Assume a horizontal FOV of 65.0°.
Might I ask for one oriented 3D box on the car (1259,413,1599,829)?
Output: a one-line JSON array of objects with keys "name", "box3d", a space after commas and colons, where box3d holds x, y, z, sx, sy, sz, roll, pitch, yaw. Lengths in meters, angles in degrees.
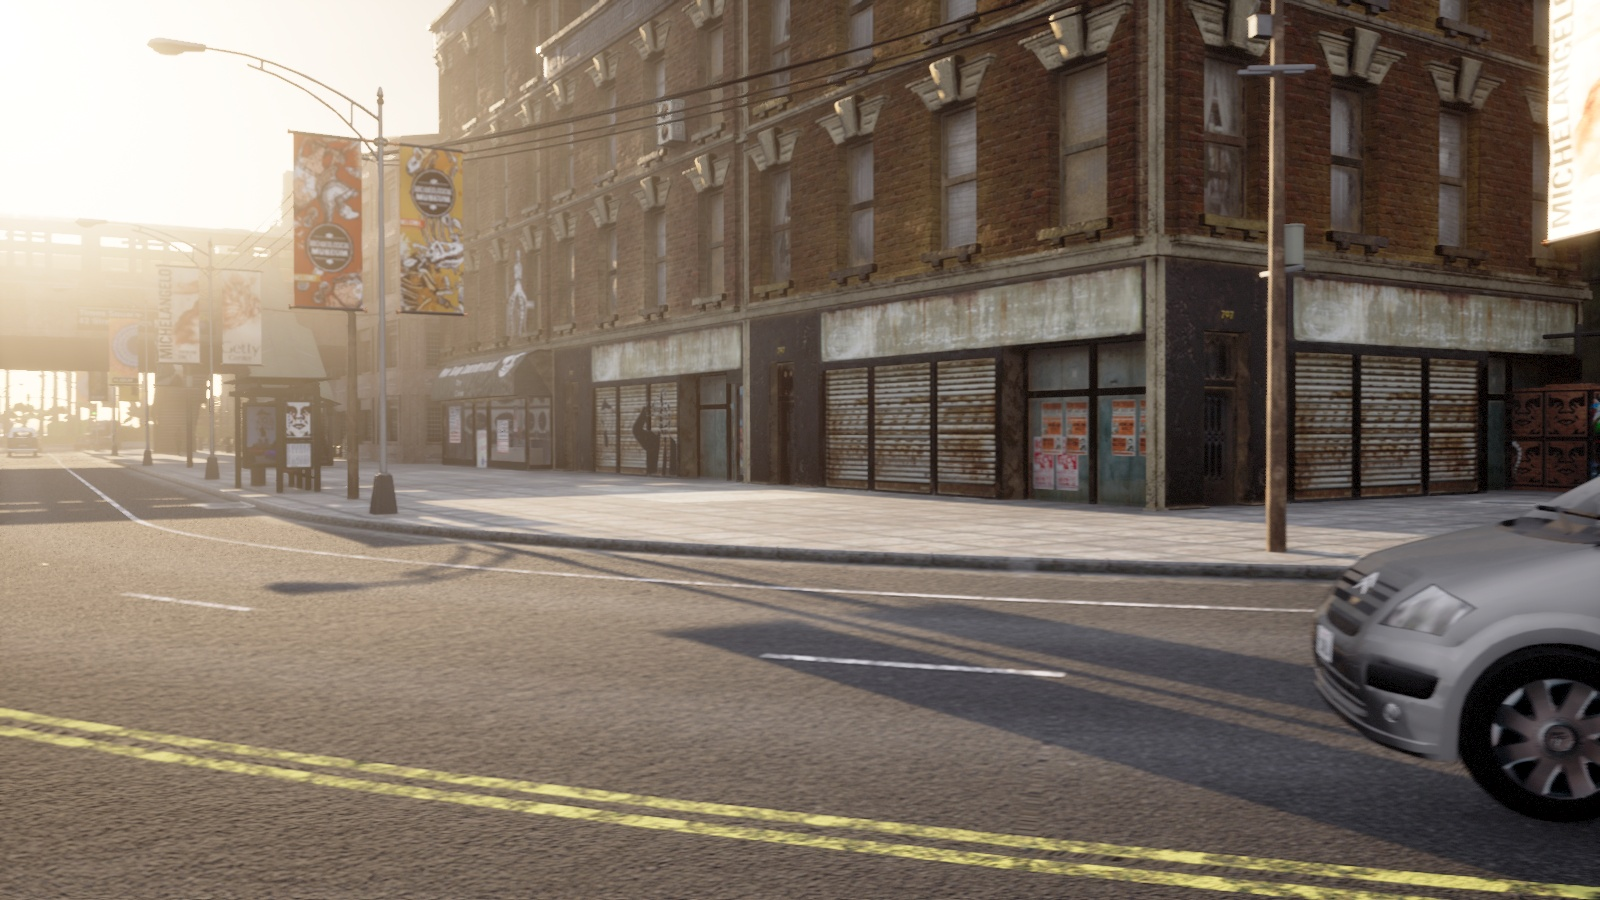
[{"name": "car", "box3d": [4.289, 0.660, 5.579, 3.988, 1.617, 1.851, 0, 1, 12]}]
